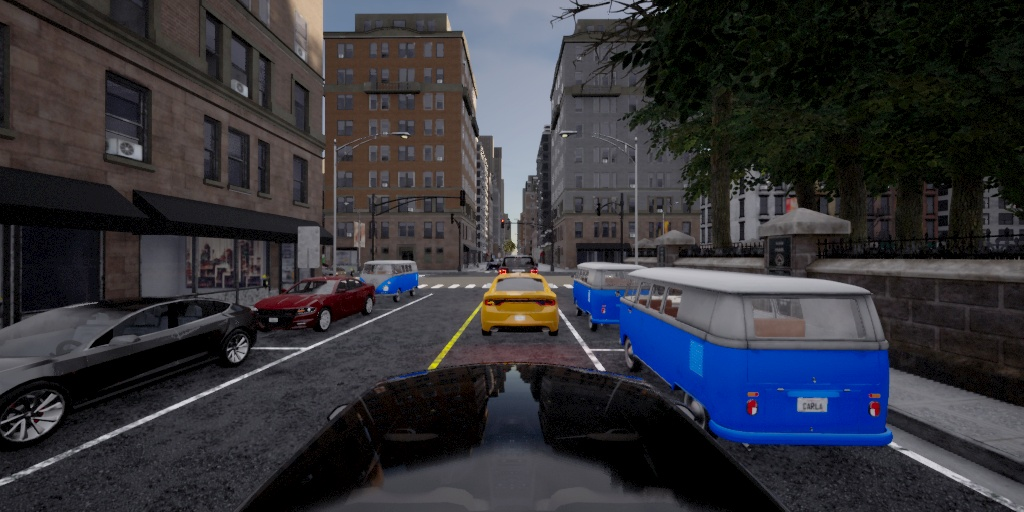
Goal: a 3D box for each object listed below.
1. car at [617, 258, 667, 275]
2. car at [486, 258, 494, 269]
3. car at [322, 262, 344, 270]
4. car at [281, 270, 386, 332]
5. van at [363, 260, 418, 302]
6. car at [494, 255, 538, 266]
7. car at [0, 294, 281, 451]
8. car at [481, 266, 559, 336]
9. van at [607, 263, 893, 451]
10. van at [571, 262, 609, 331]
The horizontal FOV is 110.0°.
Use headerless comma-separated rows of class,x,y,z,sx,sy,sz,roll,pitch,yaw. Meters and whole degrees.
car,13.863,1.093,38.411,4.553,1.767,2.097,0,0,0
car,-2.295,1.085,49.659,2.097,1.767,4.553,0,0,2
car,-16.197,1.279,28.657,5.357,1.411,2.033,0,0,1
car,-5.693,1.293,10.868,1.888,1.381,4.507,0,0,1
van,-5.579,1.087,16.527,1.690,1.789,3.998,0,0,1
car,0.334,0.965,20.409,2.150,2.045,5.566,0,0,0
car,-5.807,1.315,5.209,1.948,1.339,4.313,0,0,1
car,0.227,1.226,10.453,1.882,1.535,5.008,0,0,1
van,2.716,1.090,5.049,1.690,1.789,3.998,0,0,1
van,2.831,1.089,10.705,1.690,1.789,3.998,0,0,1
